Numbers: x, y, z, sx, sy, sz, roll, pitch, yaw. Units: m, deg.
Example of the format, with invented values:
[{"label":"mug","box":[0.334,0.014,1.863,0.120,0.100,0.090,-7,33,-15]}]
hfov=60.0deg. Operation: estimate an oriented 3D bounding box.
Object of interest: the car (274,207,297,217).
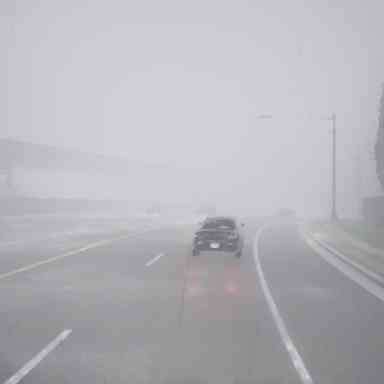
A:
[{"label":"car","box":[13.627,2.923,48.382,2.033,1.411,5.357,0,-4,33]}]

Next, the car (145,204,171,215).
[{"label":"car","box":[-4.359,2.268,43.488,1.994,1.385,4.181,0,-2,25]}]

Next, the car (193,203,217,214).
[{"label":"car","box":[1.957,2.399,48.324,2.097,1.767,4.553,0,-3,29]}]

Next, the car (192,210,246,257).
[{"label":"car","box":[1.177,1.693,13.656,1.812,1.442,4.674,0,-1,10]}]
